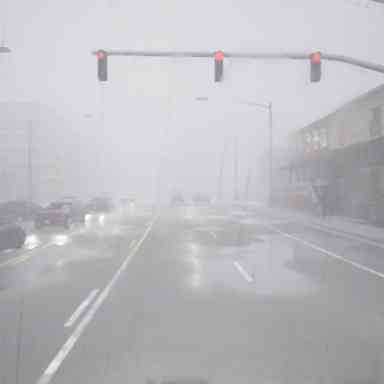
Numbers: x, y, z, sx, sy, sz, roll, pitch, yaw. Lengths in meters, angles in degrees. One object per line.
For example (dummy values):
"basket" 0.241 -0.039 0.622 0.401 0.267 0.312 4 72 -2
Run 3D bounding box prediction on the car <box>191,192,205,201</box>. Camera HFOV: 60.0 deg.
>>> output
"car" 0.992 0.800 56.560 2.128 1.511 4.902 0 -1 -3

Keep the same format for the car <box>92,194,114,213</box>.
"car" -8.432 1.149 30.540 1.994 1.385 4.181 0 2 -3

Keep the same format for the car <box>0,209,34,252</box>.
"car" -7.573 1.552 11.610 1.994 1.385 4.181 0 1 -2

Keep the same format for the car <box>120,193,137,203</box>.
"car" -9.147 0.869 47.892 1.812 1.442 4.674 0 0 -2

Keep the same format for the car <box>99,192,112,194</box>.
"car" -12.663 0.725 48.194 2.097 1.767 4.553 0 0 -2

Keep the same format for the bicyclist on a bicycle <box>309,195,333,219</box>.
"bicyclist on a bicycle" 8.461 0.992 21.804 1.656 1.620 0.582 -1 1 -3

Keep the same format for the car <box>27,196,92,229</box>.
"car" -7.986 1.316 20.572 1.882 1.535 5.008 0 1 -3

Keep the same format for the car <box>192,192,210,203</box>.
"car" 1.444 0.825 46.558 1.994 1.385 4.181 0 0 -3

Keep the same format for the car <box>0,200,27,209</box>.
"car" -11.554 1.308 21.999 1.882 1.535 5.008 0 1 -3

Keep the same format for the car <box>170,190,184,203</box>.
"car" -2.052 0.816 46.401 1.812 1.442 4.674 0 0 -3
